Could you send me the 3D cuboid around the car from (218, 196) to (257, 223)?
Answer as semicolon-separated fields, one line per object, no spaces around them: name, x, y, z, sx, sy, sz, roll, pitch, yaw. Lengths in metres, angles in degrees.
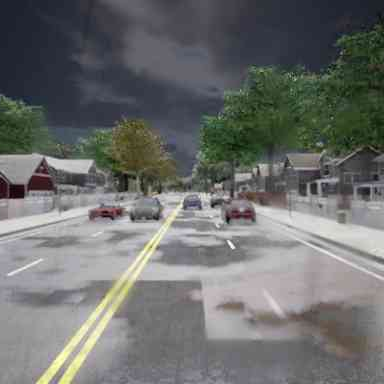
car;3.317;1.218;24.323;2.097;1.767;4.553;0;0;0

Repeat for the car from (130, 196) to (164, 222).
car;-3.326;1.212;25.159;2.097;1.767;4.553;0;1;0

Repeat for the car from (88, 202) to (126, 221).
car;-6.572;1.457;25.955;1.895;1.301;4.718;0;0;0

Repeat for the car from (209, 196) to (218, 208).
car;3.315;1.234;43.407;1.837;1.490;4.892;0;1;0

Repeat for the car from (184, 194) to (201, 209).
car;0.064;1.098;40.957;2.097;1.767;4.553;0;0;0
